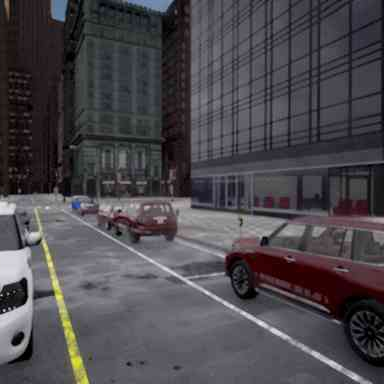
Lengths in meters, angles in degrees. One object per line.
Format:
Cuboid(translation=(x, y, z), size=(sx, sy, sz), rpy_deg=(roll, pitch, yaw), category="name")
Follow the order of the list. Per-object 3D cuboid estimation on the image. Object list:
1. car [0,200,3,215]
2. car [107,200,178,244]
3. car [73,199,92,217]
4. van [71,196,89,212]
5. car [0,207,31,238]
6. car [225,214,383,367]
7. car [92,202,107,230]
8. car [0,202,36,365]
Cuboid(translation=(-19.892, 1.545, 32.739), size=(1.947, 1.339, 4.313), rpy_deg=(0, 0, -26), category="car")
Cuboid(translation=(-2.367, 1.318, 16.123), size=(2.192, 1.841, 5.009), rpy_deg=(0, 0, -26), category="car")
Cuboid(translation=(-9.757, 1.573, 31.374), size=(1.802, 1.307, 4.206), rpy_deg=(0, 0, -26), category="car")
Cuboid(translation=(-12.221, 1.326, 36.457), size=(1.690, 1.788, 3.998), rpy_deg=(0, 0, -26), category="van")
Cuboid(translation=(-10.010, 1.598, 18.478), size=(1.895, 1.301, 4.718), rpy_deg=(0, 0, -26), category="car")
Cuboid(translation=(2.559, 1.319, 5.957), size=(2.192, 1.841, 5.009), rpy_deg=(0, 0, -26), category="car")
Cuboid(translation=(-4.831, 1.440, 21.207), size=(1.967, 1.590, 4.097), rpy_deg=(0, 0, -26), category="car")
Cuboid(translation=(-3.910, 1.222, 5.664), size=(2.150, 2.045, 5.566), rpy_deg=(0, 0, -26), category="car")
